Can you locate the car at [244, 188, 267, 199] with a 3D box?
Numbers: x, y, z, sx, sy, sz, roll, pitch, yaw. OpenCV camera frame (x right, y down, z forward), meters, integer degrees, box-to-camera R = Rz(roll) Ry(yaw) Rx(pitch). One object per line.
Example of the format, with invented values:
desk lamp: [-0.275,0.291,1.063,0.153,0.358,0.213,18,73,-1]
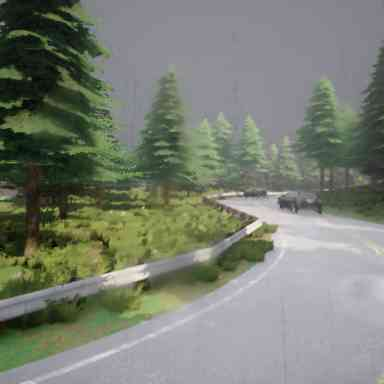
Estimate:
car: [8.371,0.157,43.923,1.895,1.301,4.718,1,2,29]

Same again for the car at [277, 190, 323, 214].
car: [8.329,0.633,26.009,2.097,1.767,4.553,2,2,-5]
